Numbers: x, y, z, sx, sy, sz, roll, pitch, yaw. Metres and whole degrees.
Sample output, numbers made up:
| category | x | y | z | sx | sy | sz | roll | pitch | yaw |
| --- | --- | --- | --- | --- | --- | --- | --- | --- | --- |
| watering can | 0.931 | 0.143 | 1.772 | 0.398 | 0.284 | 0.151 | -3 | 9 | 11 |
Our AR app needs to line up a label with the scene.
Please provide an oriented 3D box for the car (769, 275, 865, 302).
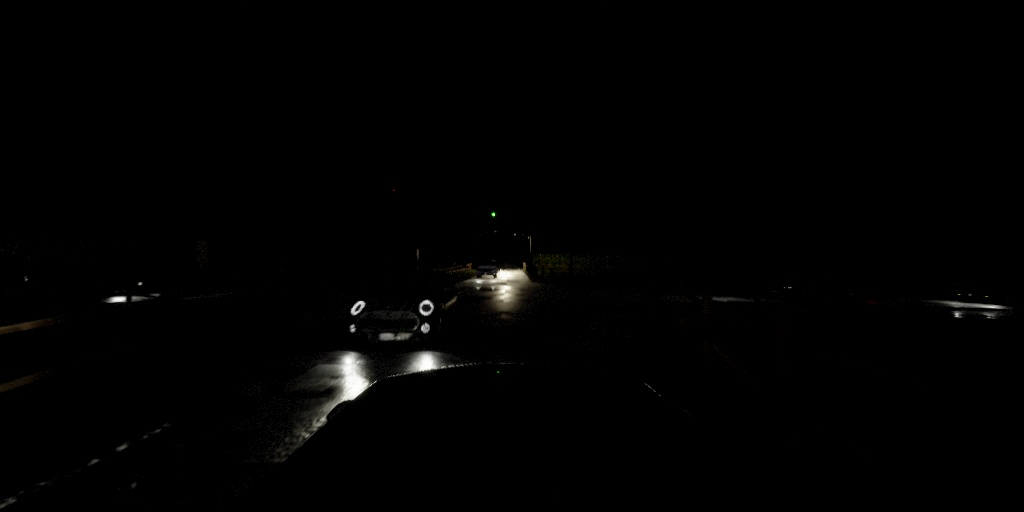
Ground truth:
| category | x | y | z | sx | sy | sz | roll | pitch | yaw |
| --- | --- | --- | --- | --- | --- | --- | --- | --- | --- |
| car | 18.014 | 1.858 | 21.321 | 4.902 | 1.511 | 2.128 | 1 | -1 | 0 |

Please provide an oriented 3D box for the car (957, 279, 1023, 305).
| category | x | y | z | sx | sy | sz | roll | pitch | yaw |
| --- | --- | --- | --- | --- | --- | --- | --- | --- | --- |
| car | 29.650 | 2.097 | 21.311 | 4.892 | 1.490 | 1.837 | 1 | -1 | 0 |

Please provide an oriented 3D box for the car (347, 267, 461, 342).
| category | x | y | z | sx | sy | sz | roll | pitch | yaw |
| --- | --- | --- | --- | --- | --- | --- | --- | --- | --- |
| car | -2.747 | 1.206 | 10.106 | 2.097 | 1.767 | 4.553 | 0 | -1 | 0 |

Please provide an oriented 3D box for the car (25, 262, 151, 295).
| category | x | y | z | sx | sy | sz | roll | pitch | yaw |
| --- | --- | --- | --- | --- | --- | --- | --- | --- | --- |
| car | -20.726 | 1.082 | 17.654 | 4.892 | 1.490 | 1.837 | 1 | -1 | 0 |

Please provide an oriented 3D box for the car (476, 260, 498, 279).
| category | x | y | z | sx | sy | sz | roll | pitch | yaw |
| --- | --- | --- | --- | --- | --- | --- | --- | --- | --- |
| car | -2.732 | 1.467 | 40.102 | 2.150 | 2.045 | 5.566 | 0 | 0 | 0 |
